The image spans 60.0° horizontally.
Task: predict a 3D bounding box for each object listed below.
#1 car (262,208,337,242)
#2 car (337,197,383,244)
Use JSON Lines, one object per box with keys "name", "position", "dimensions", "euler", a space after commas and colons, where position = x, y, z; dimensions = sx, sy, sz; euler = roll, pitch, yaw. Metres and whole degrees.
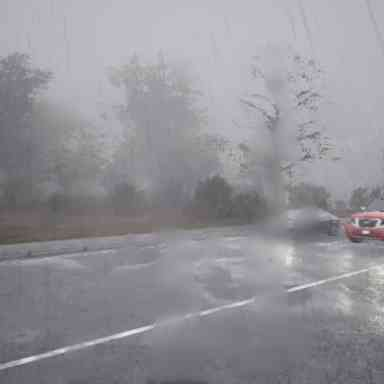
{"name": "car", "position": [5.524, 1.539, 16.510], "dimensions": [4.674, 1.442, 1.812], "euler": [0, 0, -35]}
{"name": "car", "position": [9.143, 1.237, 14.782], "dimensions": [5.566, 2.045, 2.150], "euler": [0, 0, -35]}
